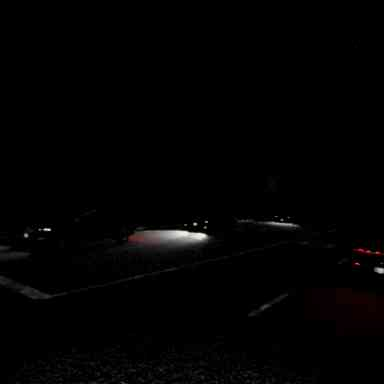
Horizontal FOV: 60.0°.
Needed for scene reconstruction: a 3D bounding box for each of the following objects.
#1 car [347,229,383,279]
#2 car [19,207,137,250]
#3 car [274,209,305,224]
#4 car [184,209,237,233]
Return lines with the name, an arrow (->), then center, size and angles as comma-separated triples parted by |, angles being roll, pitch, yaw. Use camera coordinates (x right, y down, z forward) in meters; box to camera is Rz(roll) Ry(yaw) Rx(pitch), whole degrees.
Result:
car -> 6.393, 1.958, 10.748 | 2.128, 1.511, 4.902 | 3, -1, 36
car -> -4.454, 1.380, 13.803 | 2.128, 1.511, 4.902 | 3, -1, 36
car -> 10.487, 2.530, 35.281 | 2.033, 1.411, 5.357 | 3, -1, 35
car -> 1.327, 1.859, 21.960 | 1.994, 1.385, 4.181 | 3, -1, 34
